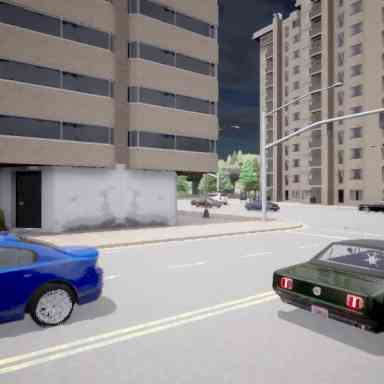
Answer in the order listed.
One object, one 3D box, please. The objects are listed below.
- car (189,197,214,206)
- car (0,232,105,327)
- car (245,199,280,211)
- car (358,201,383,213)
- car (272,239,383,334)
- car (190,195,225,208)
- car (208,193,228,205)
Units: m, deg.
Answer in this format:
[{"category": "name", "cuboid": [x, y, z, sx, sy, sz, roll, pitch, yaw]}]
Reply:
[{"category": "car", "cuboid": [1.536, 1.564, 54.371, 1.994, 1.385, 4.181, 0, 0, -36]}, {"category": "car", "cuboid": [-3.995, 1.477, 5.441, 5.008, 1.535, 1.882, 0, 0, -35]}, {"category": "car", "cuboid": [8.172, 1.564, 38.938, 1.994, 1.385, 4.181, 0, 0, -36]}, {"category": "car", "cuboid": [20.081, 1.600, 34.826, 4.718, 1.301, 1.895, 0, 0, 35]}, {"category": "car", "cuboid": [3.839, 1.601, 6.516, 4.718, 1.301, 1.895, 0, 0, -35]}, {"category": "car", "cuboid": [2.161, 1.526, 47.251, 1.812, 1.442, 4.674, 0, 0, -36]}, {"category": "car", "cuboid": [3.819, 1.221, 57.212, 2.150, 2.045, 5.566, 0, 0, -36]}]
